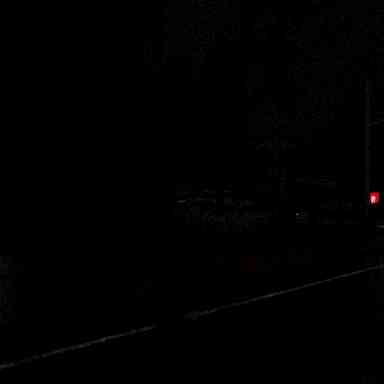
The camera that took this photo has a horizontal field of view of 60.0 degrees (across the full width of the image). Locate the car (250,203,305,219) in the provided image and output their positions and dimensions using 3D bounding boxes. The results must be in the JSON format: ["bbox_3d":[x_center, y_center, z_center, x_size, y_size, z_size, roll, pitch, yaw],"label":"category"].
[{"bbox_3d":[7.460,1.616,29.243,1.895,1.301,4.718,0,0,-37],"label":"car"}]

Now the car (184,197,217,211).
[{"bbox_3d":[1.402,1.579,37.263,1.994,1.385,4.181,0,0,-37],"label":"car"}]

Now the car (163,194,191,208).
[{"bbox_3d":[-2.776,1.507,48.870,2.128,1.511,4.902,0,0,-38],"label":"car"}]

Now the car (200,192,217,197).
[{"bbox_3d":[5.002,1.113,92.341,1.932,1.855,4.605,0,0,-37],"label":"car"}]
